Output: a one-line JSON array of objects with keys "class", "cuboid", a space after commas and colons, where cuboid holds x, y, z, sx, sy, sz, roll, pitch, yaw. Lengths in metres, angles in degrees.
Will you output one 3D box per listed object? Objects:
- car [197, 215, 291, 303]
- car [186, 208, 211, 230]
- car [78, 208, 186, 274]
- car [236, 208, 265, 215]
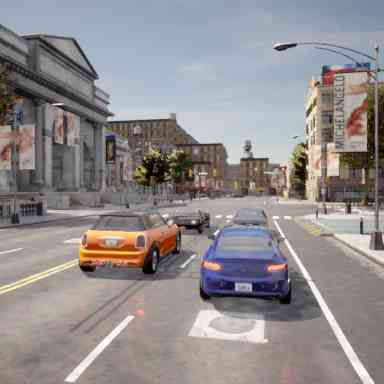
[{"class": "car", "cuboid": [1.314, 1.526, 8.176, 1.812, 1.442, 4.674, 0, 0, 10]}, {"class": "car", "cuboid": [-0.065, 1.601, 19.609, 1.895, 1.301, 4.718, 0, 0, 11]}, {"class": "car", "cuboid": [-1.744, 1.352, 10.821, 2.097, 1.767, 4.553, 0, 0, 10]}, {"class": "car", "cuboid": [3.091, 1.547, 17.537, 2.033, 1.411, 5.357, 0, 0, 11]}]
